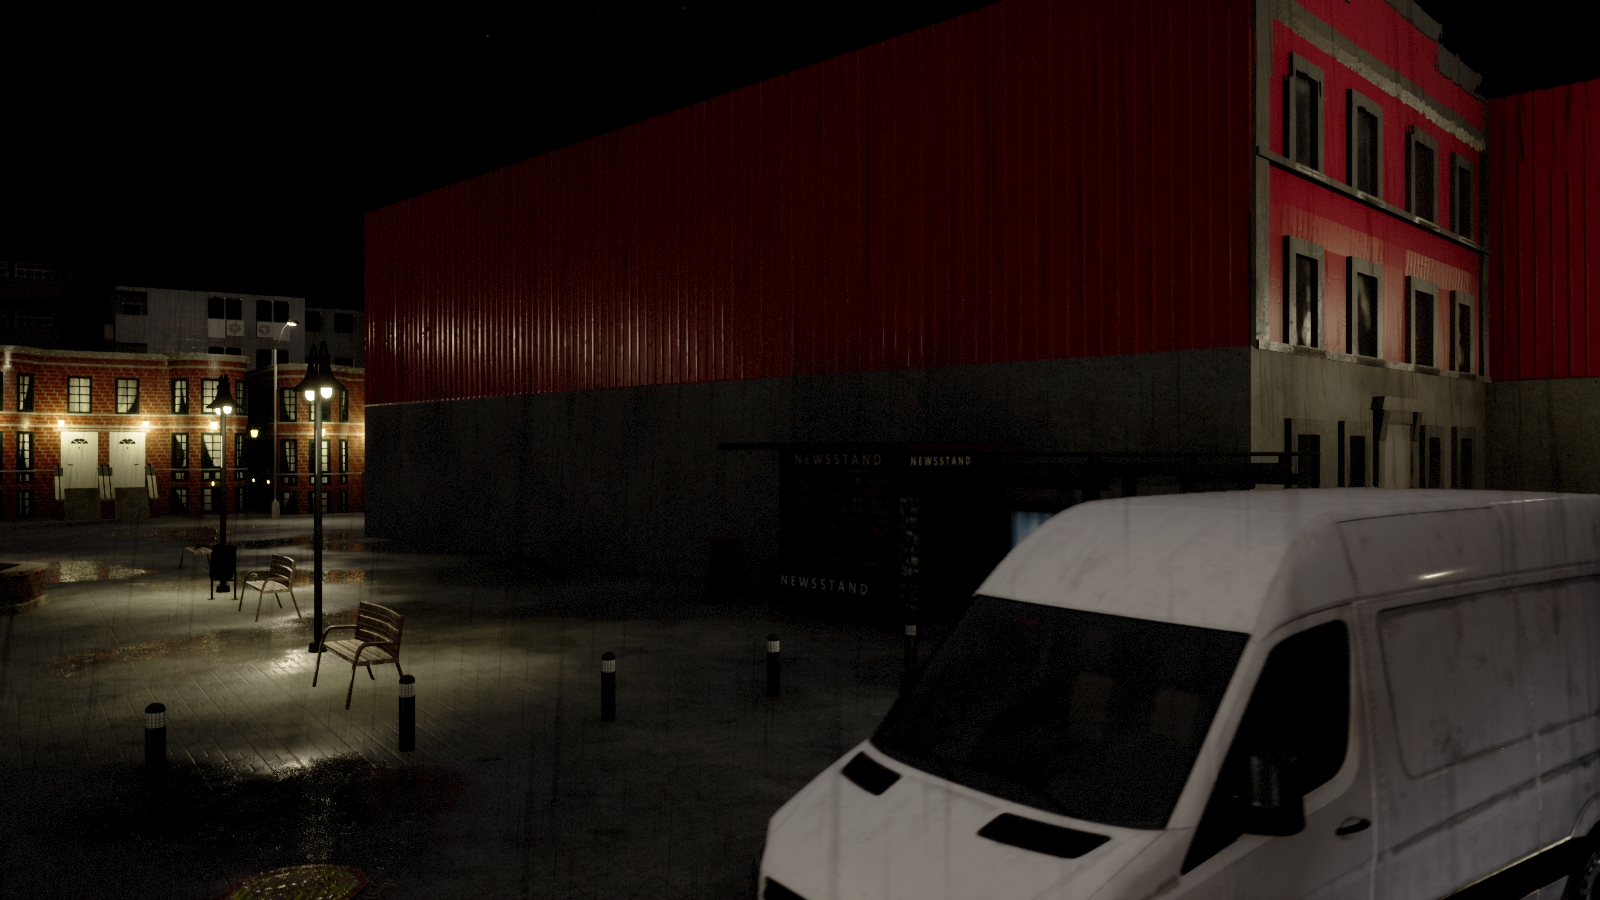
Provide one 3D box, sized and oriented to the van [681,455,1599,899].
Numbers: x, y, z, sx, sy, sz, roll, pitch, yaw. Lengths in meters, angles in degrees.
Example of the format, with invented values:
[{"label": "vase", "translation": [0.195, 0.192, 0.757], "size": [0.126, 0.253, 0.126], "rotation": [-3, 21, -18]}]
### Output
[{"label": "van", "translation": [2.446, 1.315, 6.139], "size": [5.915, 2.561, 1.988], "rotation": [0, 0, -35]}]
